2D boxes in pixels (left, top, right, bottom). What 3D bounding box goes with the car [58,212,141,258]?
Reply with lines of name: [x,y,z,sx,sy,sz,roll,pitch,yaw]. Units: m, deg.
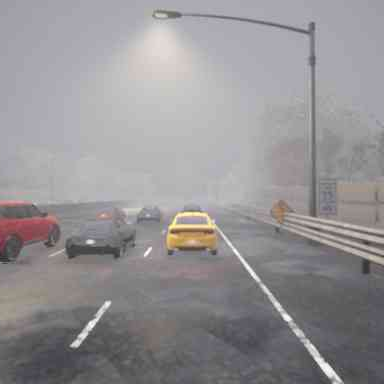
car: [-3.485,1.703,13.422,1.994,1.385,4.181,0,-1,0]

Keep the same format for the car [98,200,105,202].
car: [-17.521,2.296,64.731,1.895,1.301,4.718,0,-1,0]

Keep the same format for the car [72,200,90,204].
car: [-21.019,2.251,64.599,1.994,1.385,4.181,0,-1,0]

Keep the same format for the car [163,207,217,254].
car: [0.018,1.624,14.260,1.882,1.535,5.008,0,0,0]

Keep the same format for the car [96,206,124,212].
car: [-6.989,1.860,28.463,1.994,1.385,4.181,0,-1,0]

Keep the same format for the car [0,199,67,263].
car: [-6.997,1.355,12.596,2.150,2.045,5.566,0,0,0]

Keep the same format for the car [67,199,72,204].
car: [-24.519,2.195,64.522,1.837,1.490,4.892,0,0,0]

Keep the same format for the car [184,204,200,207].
car: [0.008,1.803,28.506,1.837,1.490,4.892,0,0,0]

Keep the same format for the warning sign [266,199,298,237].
warning sign: [4.538,1.290,16.908,1.300,1.860,1.060,0,-1,0]

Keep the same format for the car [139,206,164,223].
car: [-3.489,1.860,28.472,1.994,1.385,4.181,0,-1,0]
